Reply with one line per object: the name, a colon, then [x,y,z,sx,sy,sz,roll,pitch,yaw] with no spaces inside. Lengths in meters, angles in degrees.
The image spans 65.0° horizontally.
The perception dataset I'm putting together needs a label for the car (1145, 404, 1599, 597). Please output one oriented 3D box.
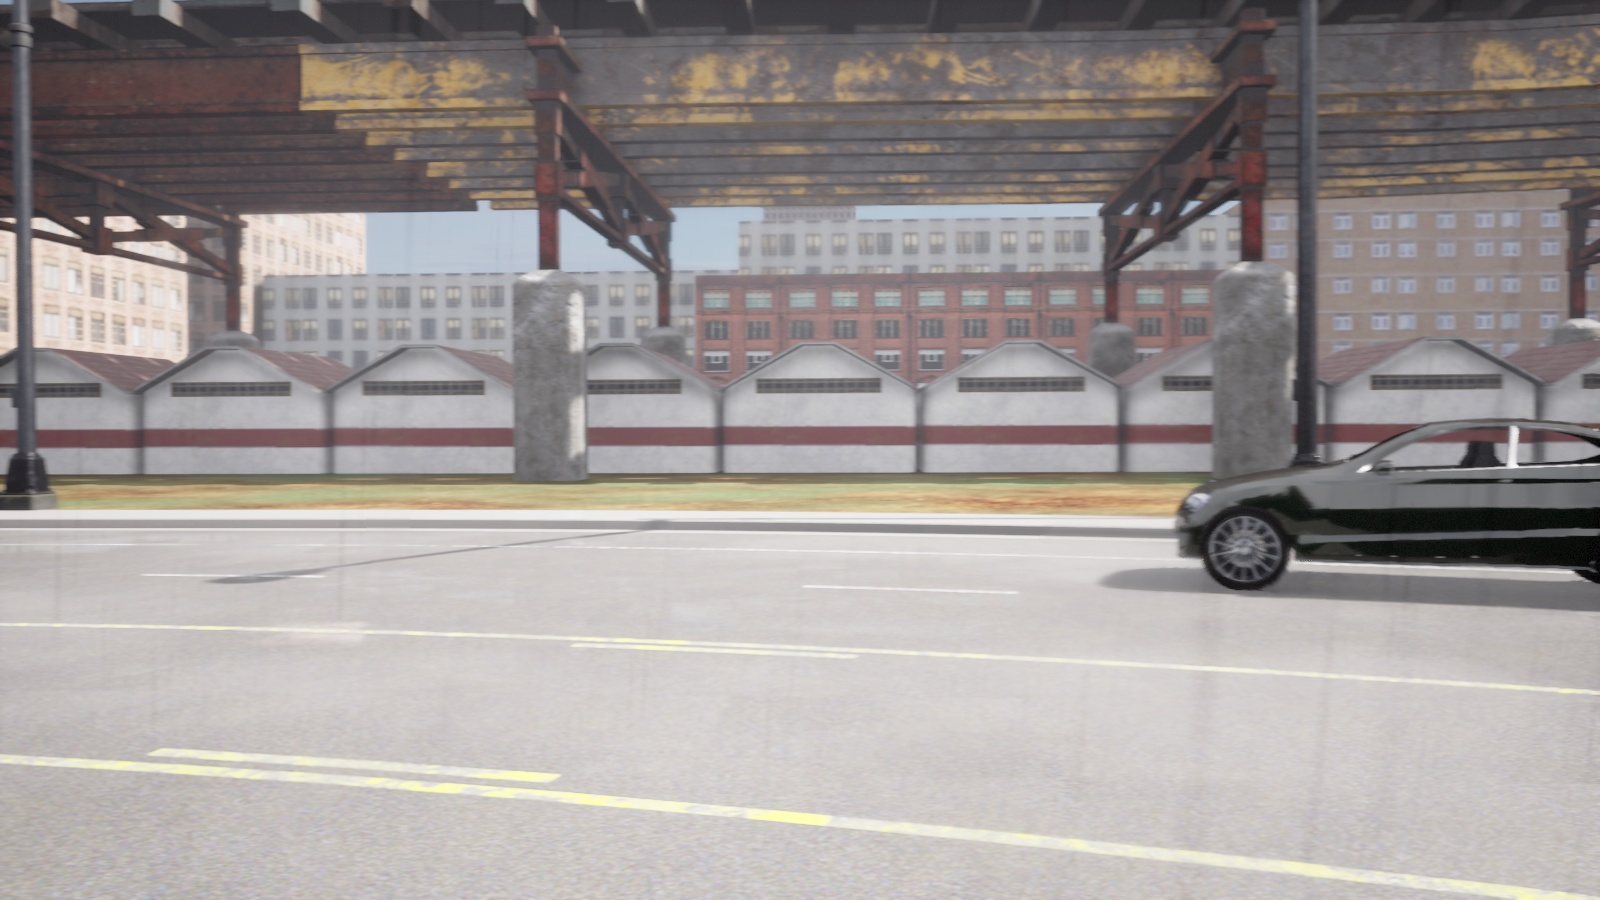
car: [6.104,0.411,12.255,5.027,1.651,2.152,1,1,23]
